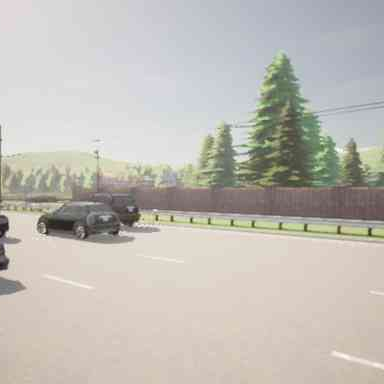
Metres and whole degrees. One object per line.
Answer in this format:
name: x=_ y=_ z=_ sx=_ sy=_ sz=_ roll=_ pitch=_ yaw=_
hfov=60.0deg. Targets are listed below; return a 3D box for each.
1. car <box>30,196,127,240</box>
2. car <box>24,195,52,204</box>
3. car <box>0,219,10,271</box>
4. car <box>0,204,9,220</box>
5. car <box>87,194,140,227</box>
car: x=-5.736 y=1.282 z=16.672 sx=4.553 sy=1.767 sz=2.097 roll=0 pitch=0 yaw=35
car: x=-25.238 y=1.218 z=55.567 sx=5.008 sy=1.535 sz=1.882 roll=0 pitch=0 yaw=-26
car: x=-7.032 y=1.494 z=9.002 sx=5.357 sy=1.411 sz=2.033 roll=0 pitch=0 yaw=35
car: x=-10.599 y=1.404 z=15.841 sx=4.902 sy=1.511 sz=2.128 roll=0 pitch=0 yaw=35
car: x=-5.759 y=1.139 z=20.988 sx=5.566 sy=2.045 sz=2.150 roll=0 pitch=0 yaw=35
